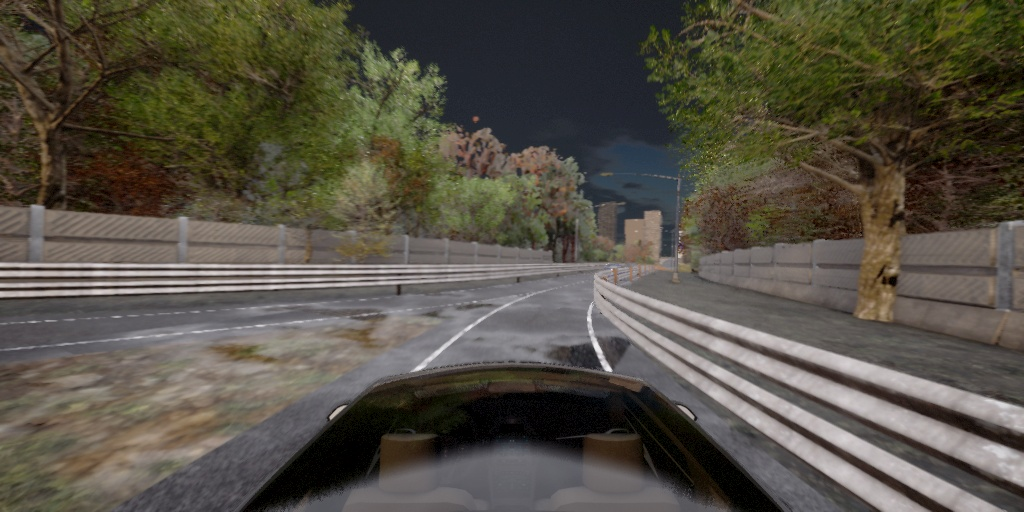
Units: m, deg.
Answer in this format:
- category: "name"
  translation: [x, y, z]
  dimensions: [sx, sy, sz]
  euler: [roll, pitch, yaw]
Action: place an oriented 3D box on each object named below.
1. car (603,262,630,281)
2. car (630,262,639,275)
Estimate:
- category: "car"
  translation: [10.291, 1.566, 35.819]
  dimensions: [1.882, 1.535, 5.008]
  euler: [2, 0, 24]
- category: "car"
  translation: [17.401, 1.691, 51.817]
  dimensions: [2.097, 1.767, 4.553]
  euler: [2, 0, 24]
